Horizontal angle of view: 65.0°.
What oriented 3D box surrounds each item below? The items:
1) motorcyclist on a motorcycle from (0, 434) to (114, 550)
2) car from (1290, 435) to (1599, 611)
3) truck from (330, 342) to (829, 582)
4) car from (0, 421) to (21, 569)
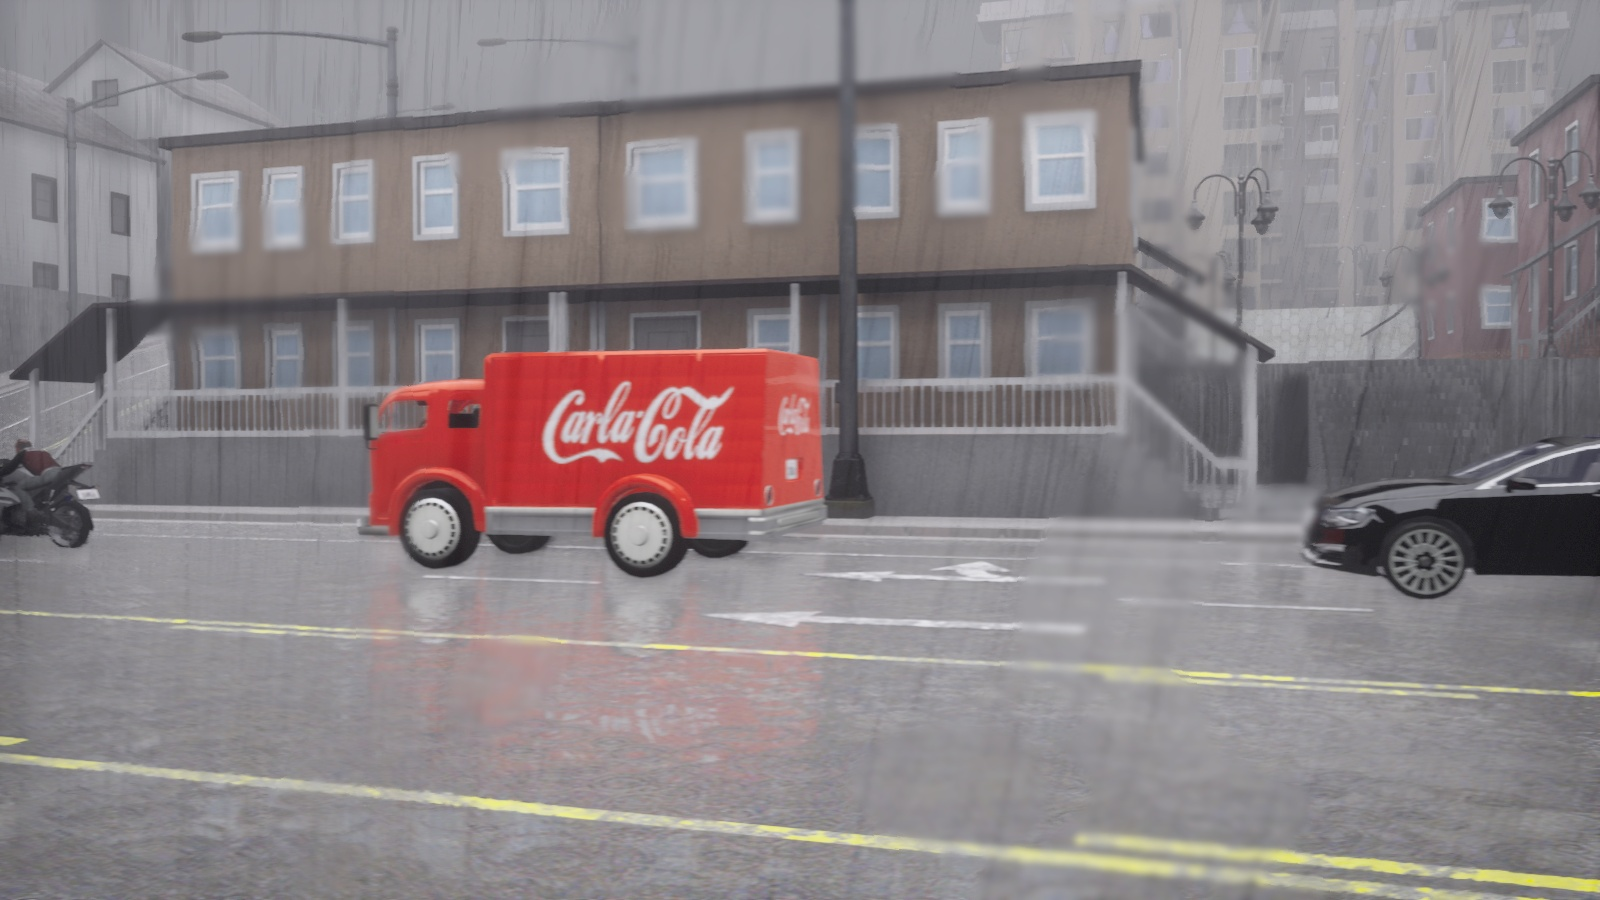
[{"bbox_3d":[-10.716,0.543,17.403,2.191,1.530,0.866,1,1,19],"label":"motorcyclist on a motorcycle"},{"bbox_3d":[7.341,0.625,11.858,4.902,1.511,2.128,1,1,17],"label":"car"},{"bbox_3d":[-2.515,0.092,14.898,5.204,2.467,2.627,0,1,17],"label":"truck"},{"bbox_3d":[-11.470,0.489,14.010,4.856,1.649,2.033,1,1,17],"label":"car"}]
